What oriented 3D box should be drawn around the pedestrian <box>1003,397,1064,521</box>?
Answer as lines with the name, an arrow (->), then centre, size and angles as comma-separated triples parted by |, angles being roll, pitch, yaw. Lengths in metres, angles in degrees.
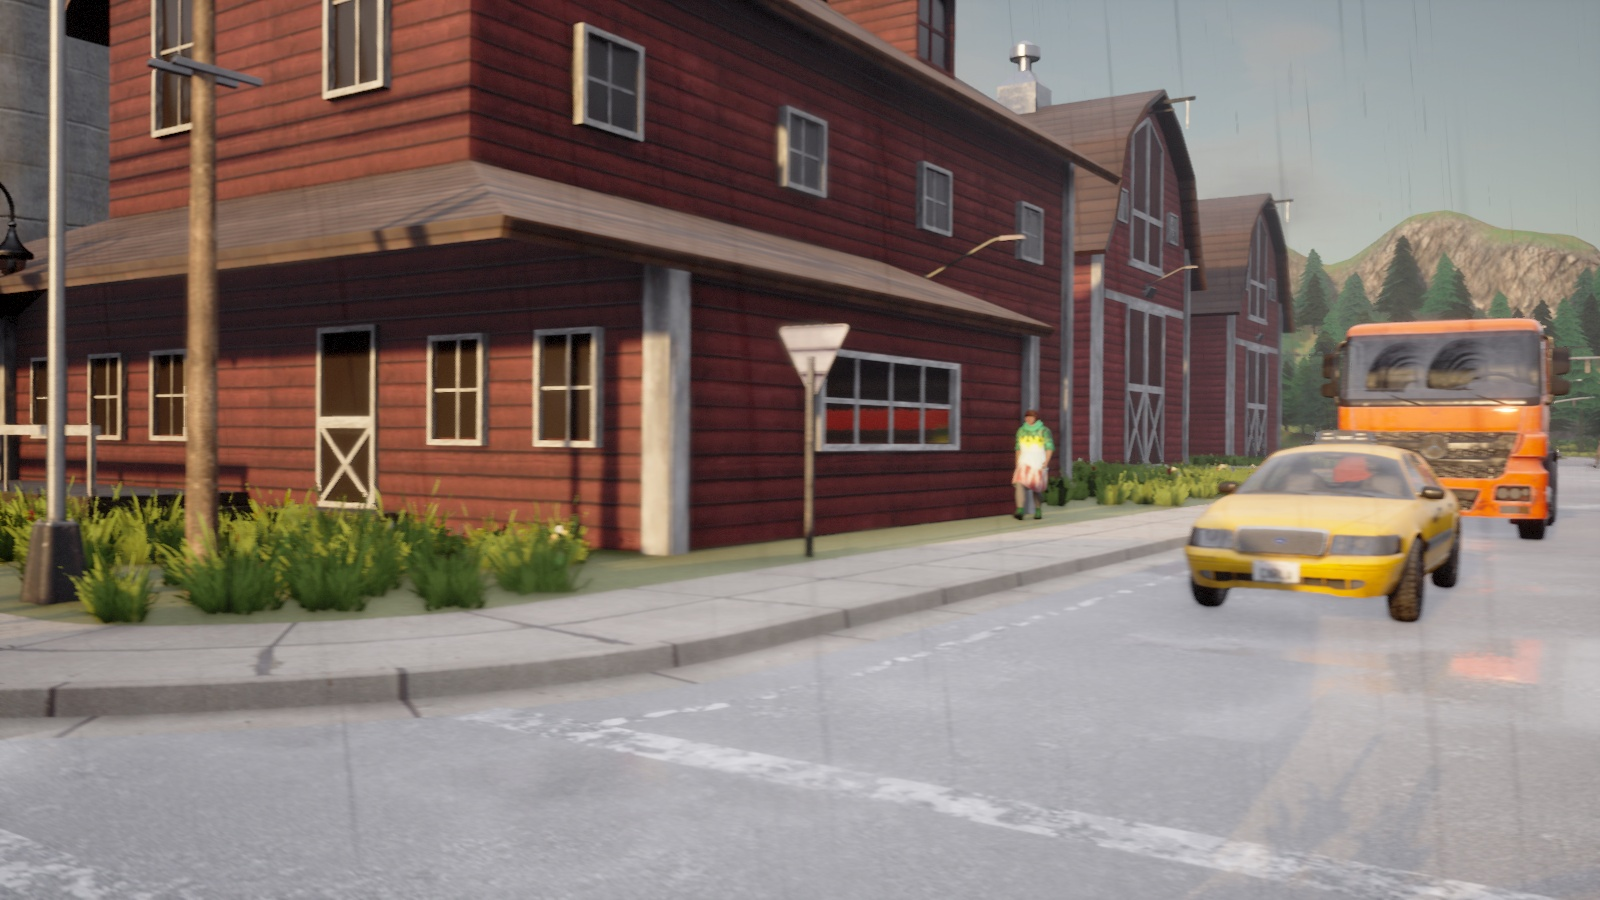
pedestrian -> 3.778, 0.141, 20.325 | 0.659, 1.952, 0.873 | 0, 1, 34

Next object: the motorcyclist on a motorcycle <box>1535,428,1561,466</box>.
motorcyclist on a motorcycle -> 31.687, -0.149, 53.202 | 0.866, 1.590, 1.817 | 0, 1, 33

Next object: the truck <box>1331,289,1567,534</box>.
truck -> 11.507, -0.589, 21.806 | 2.891, 3.462, 7.936 | 0, 1, 33

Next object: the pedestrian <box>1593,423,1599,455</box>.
pedestrian -> 47.954, -0.665, 75.111 | 0.873, 1.952, 0.659 | 0, 1, 31

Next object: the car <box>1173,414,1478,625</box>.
car -> 5.289, 0.484, 12.127 | 1.801, 1.575, 5.366 | 0, 1, 33
